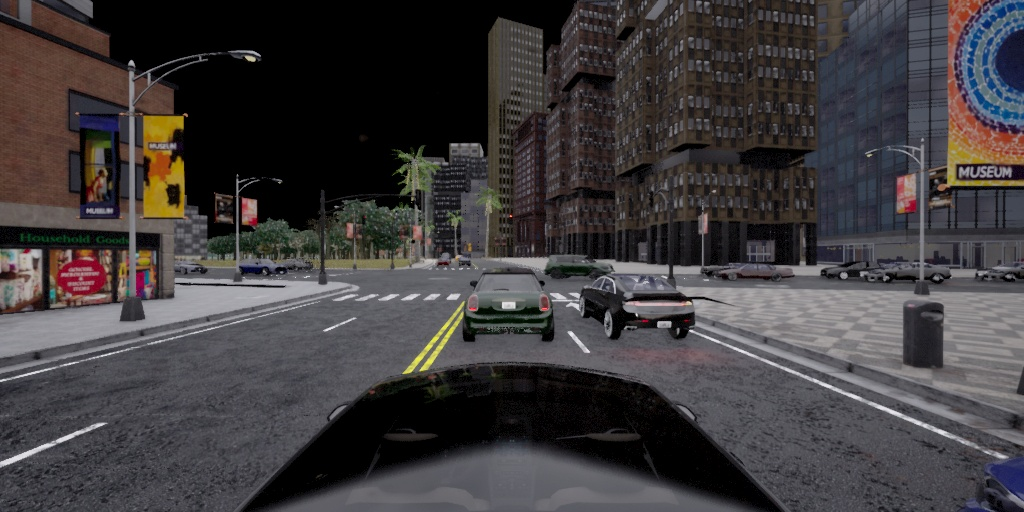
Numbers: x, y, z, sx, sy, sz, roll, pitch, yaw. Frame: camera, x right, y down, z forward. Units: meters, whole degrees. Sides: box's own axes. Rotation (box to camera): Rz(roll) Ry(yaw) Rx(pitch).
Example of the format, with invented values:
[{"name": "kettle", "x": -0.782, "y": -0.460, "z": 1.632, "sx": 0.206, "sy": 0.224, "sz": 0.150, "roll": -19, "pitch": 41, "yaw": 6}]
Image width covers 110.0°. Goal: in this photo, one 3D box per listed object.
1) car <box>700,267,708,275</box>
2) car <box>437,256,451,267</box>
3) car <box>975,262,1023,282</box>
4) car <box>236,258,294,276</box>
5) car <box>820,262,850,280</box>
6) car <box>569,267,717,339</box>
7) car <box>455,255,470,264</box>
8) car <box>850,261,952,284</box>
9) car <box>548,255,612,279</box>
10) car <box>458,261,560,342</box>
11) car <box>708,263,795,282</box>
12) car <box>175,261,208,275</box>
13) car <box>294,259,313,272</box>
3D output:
[{"name": "car", "x": 19.316, "y": 1.277, "z": 31.564, "sx": 4.718, "sy": 1.301, "sz": 1.895, "roll": 0, "pitch": 0, "yaw": 11}, {"name": "car", "x": -10.544, "y": 1.011, "z": 54.891, "sx": 1.895, "sy": 1.301, "sz": 4.718, "roll": 0, "pitch": 1, "yaw": -11}, {"name": "car", "x": 38.483, "y": 1.182, "z": 27.017, "sx": 4.902, "sy": 1.511, "sz": 2.128, "roll": 0, "pitch": 0, "yaw": 13}, {"name": "car", "x": -24.274, "y": 0.991, "z": 34.897, "sx": 4.553, "sy": 1.767, "sz": 2.097, "roll": 0, "pitch": 0, "yaw": 13}, {"name": "car", "x": 28.379, "y": 1.186, "z": 29.416, "sx": 4.892, "sy": 1.490, "sz": 1.837, "roll": 0, "pitch": 0, "yaw": 13}, {"name": "car", "x": 3.176, "y": 1.240, "z": 10.032, "sx": 2.128, "sy": 1.511, "sz": 4.902, "roll": 0, "pitch": 0, "yaw": -1}, {"name": "car", "x": -7.371, "y": 0.953, "z": 55.478, "sx": 2.033, "sy": 1.411, "sz": 5.357, "roll": 0, "pitch": 1, "yaw": -12}, {"name": "car", "x": 28.419, "y": 1.186, "z": 26.068, "sx": 4.902, "sy": 1.511, "sz": 2.128, "roll": 0, "pitch": 0, "yaw": 13}, {"name": "car", "x": 5.371, "y": 0.920, "z": 28.984, "sx": 5.566, "sy": 2.045, "sz": 2.150, "roll": 0, "pitch": 1, "yaw": 31}, {"name": "car", "x": -0.118, "y": 1.101, "z": 9.983, "sx": 2.097, "sy": 1.767, "sz": 4.553, "roll": 0, "pitch": 0, "yaw": -1}, {"name": "car", "x": 18.942, "y": 1.237, "z": 28.312, "sx": 5.357, "sy": 1.411, "sz": 2.033, "roll": 0, "pitch": 0, "yaw": 13}, {"name": "car", "x": -33.952, "y": 1.181, "z": 37.192, "sx": 4.181, "sy": 1.385, "sz": 1.994, "roll": 0, "pitch": 0, "yaw": 13}, {"name": "car", "x": -25.923, "y": 1.095, "z": 42.224, "sx": 4.902, "sy": 1.511, "sz": 2.128, "roll": 0, "pitch": 0, "yaw": 13}]
